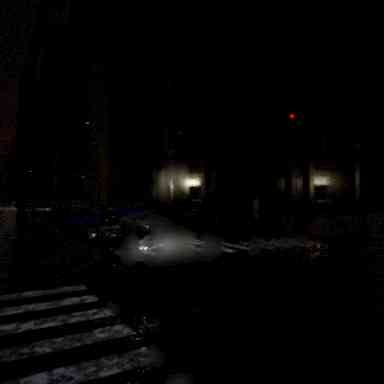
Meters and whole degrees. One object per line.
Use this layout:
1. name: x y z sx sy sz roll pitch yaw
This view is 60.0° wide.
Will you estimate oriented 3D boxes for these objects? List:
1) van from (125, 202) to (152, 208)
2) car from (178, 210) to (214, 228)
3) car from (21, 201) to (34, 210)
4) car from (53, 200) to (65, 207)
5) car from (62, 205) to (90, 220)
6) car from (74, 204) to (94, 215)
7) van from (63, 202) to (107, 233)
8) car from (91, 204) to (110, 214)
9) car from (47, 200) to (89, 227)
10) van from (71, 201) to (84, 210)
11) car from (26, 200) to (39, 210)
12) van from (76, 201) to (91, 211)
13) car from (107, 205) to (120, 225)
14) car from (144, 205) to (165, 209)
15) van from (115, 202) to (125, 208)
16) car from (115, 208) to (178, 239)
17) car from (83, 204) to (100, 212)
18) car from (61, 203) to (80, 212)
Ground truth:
1. van: -5.632 2.065 36.506 1.690 1.788 3.998 1 -1 -30
2. car: 0.081 2.092 26.689 2.008 1.369 4.403 1 -1 -30
3. car: -32.994 2.706 66.553 1.967 1.590 4.097 1 -1 -30
4. car: -34.197 2.989 85.562 2.192 1.841 5.009 1 -1 -30
5. car: -13.308 2.273 38.048 2.033 1.411 5.357 1 -1 -30
6. car: -15.896 2.471 48.739 1.812 1.442 4.674 1 -1 -30
7. van: -7.285 1.760 22.405 1.690 1.788 3.998 1 -1 -30
8. car: -14.202 2.588 51.217 1.802 1.307 4.206 1 -1 -30
9. car: -10.141 1.826 27.311 2.192 1.841 5.009 1 -1 -30
10. van: -22.771 2.633 65.940 1.690 1.788 3.998 1 -1 -30
11. car: -30.138 2.721 61.645 2.008 1.369 4.403 1 -1 -30
12. van: -19.915 2.538 61.034 1.690 1.788 3.998 1 -1 -30
13. car: -8.074 2.082 29.045 1.812 1.442 4.674 1 -1 -30
14. car: -2.776 2.214 31.595 1.802 1.307 4.206 1 -1 -30
15. van: -8.488 2.158 41.411 1.690 1.788 3.998 1 -1 -30
16. car: -2.906 1.917 20.188 1.812 1.442 4.674 1 -1 -31
17. car: -17.059 2.683 56.123 1.802 1.307 4.206 1 -1 -30
18. car: -21.096 2.664 57.568 2.033 1.411 5.357 1 -1 -30
